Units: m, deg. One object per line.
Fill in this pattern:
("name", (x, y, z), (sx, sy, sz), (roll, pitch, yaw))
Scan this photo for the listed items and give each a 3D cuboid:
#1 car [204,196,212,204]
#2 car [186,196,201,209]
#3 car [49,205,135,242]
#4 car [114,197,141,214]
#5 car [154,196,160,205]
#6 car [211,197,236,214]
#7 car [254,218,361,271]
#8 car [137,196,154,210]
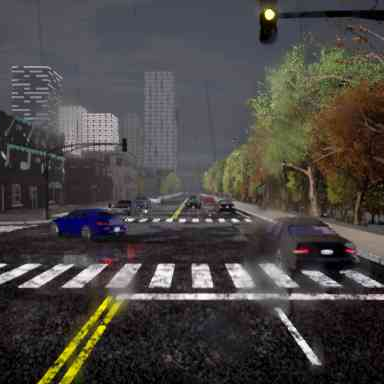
("car", (3.384, 1.513, 64.446), (1.994, 1.385, 4.181), (0, 0, 0))
("car", (0.191, 1.568, 43.560), (1.895, 1.301, 4.718), (0, 0, 0))
("car", (-5.178, 1.515, 16.453), (4.674, 1.442, 1.812), (0, 0, 39))
("car", (-6.524, 1.503, 32.588), (1.812, 1.442, 4.674), (0, 0, 0))
("car", (-6.452, 1.482, 56.213), (1.812, 1.442, 4.674), (0, 0, 0))
("car", (3.420, 1.522, 34.863), (2.033, 1.411, 5.357), (0, 0, 0))
("car", (3.374, 1.541, 10.798), (2.033, 1.411, 5.357), (0, 0, 0))
("car", (-6.500, 1.320, 42.781), (2.097, 1.767, 4.553), (0, 0, 0))
